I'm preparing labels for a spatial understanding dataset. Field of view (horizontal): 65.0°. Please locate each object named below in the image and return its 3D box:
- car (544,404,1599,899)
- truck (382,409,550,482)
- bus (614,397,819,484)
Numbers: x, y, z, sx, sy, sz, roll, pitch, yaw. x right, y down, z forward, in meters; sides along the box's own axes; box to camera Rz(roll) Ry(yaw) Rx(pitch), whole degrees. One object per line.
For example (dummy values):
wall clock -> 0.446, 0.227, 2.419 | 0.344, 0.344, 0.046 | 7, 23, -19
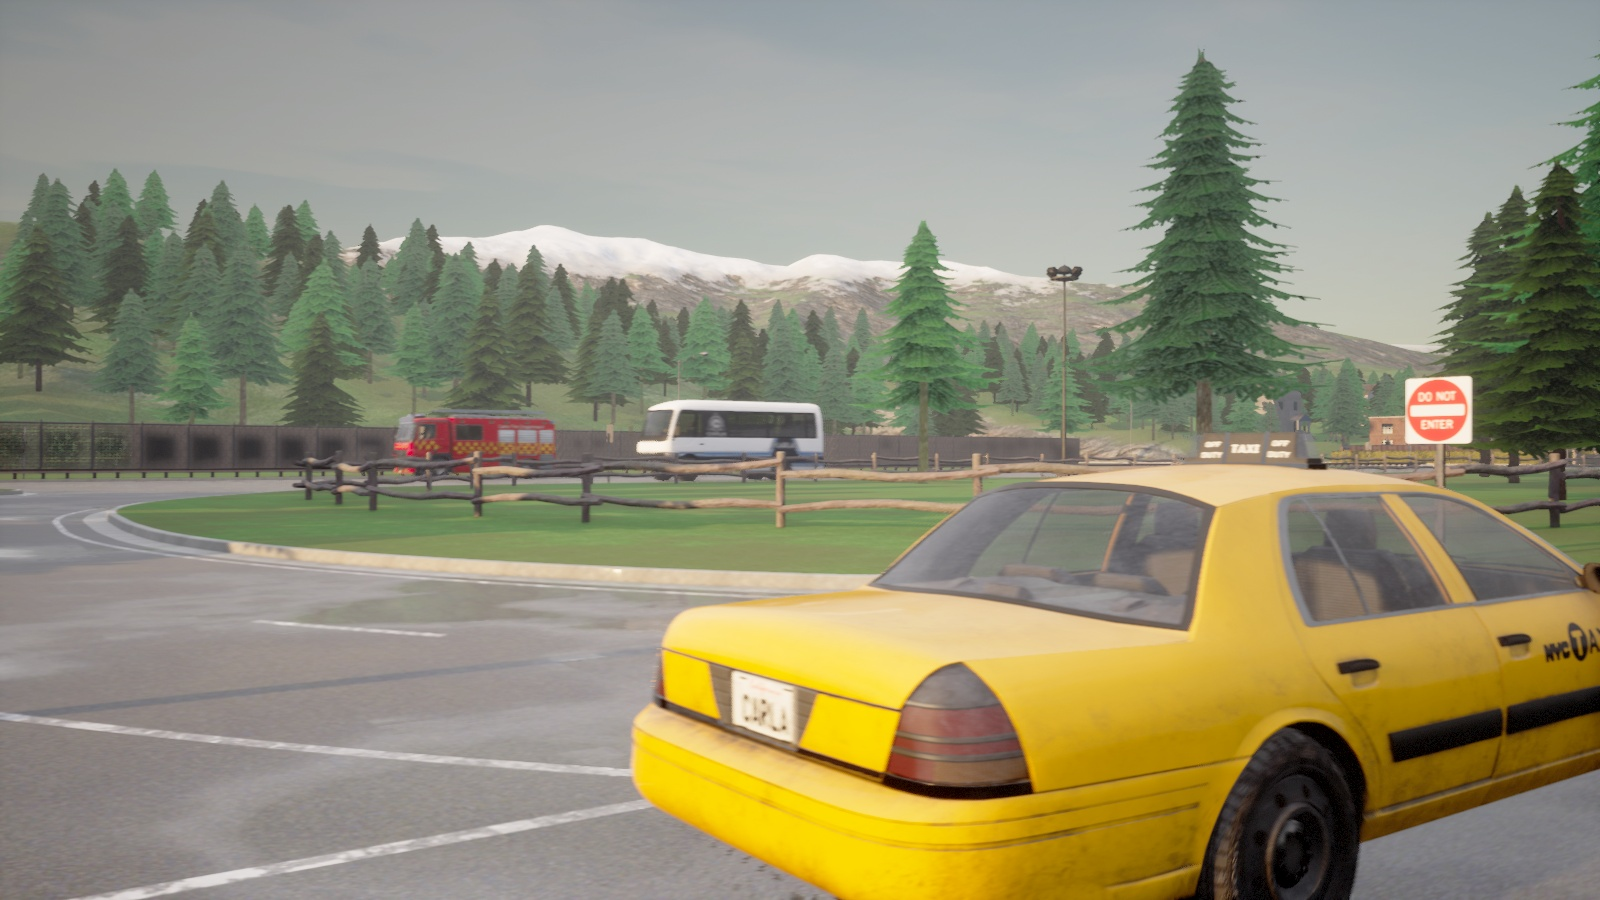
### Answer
car -> 1.868, 0.692, 4.959 | 5.366, 1.575, 1.801 | 0, 0, -35
truck -> -18.378, -0.211, 69.363 | 8.468, 3.827, 2.891 | 0, 0, -35
bus -> -4.311, -0.461, 66.401 | 10.273, 4.253, 3.944 | 0, 0, -35
